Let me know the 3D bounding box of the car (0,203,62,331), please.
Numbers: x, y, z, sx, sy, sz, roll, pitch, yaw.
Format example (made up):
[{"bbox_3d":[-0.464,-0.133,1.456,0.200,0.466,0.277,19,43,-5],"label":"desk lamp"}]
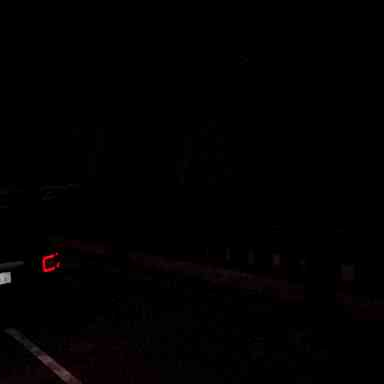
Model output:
[{"bbox_3d":[-4.486,1.223,6.107,5.566,2.045,2.150,0,0,42],"label":"car"}]
